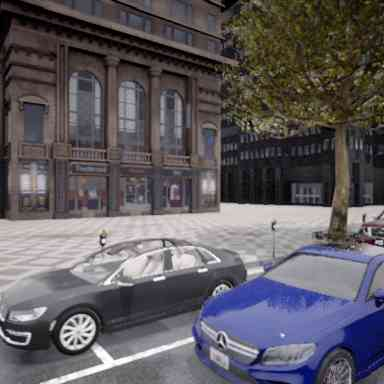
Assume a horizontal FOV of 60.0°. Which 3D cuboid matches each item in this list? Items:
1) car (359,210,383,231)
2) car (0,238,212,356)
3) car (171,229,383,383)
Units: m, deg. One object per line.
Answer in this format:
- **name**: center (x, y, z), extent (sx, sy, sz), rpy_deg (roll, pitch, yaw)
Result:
- **car**: center (8.306, 1.377, 12.564), extent (5.009, 1.841, 2.192), rpy_deg (0, 0, -35)
- **car**: center (-0.942, 1.562, 5.976), extent (4.403, 1.369, 2.008), rpy_deg (0, 0, -35)
- **car**: center (2.192, 1.545, 4.938), extent (4.674, 1.442, 1.812), rpy_deg (0, 0, -35)
